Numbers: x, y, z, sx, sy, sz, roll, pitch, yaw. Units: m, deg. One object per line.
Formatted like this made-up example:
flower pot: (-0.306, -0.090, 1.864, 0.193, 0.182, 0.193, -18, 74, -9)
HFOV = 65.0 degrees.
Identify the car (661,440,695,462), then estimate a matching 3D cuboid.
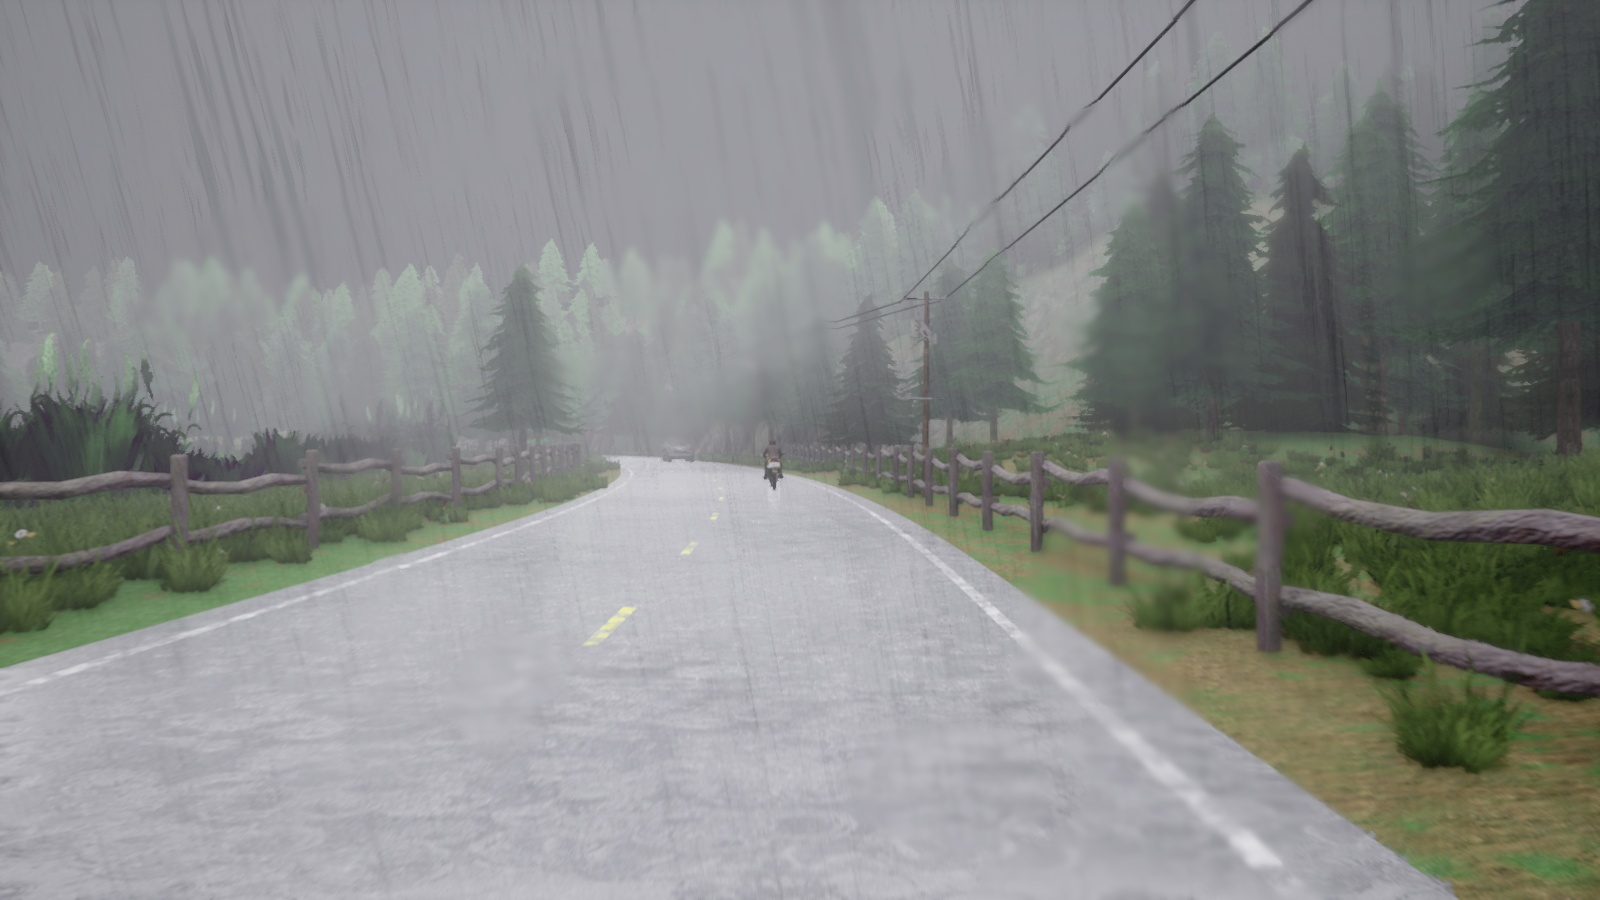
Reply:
car: (-8.621, 0.063, 88.309, 1.970, 1.475, 3.806, 0, 0, -12)

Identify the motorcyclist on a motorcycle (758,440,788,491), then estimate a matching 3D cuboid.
motorcyclist on a motorcycle: (-0.836, 0.449, 38.318, 0.797, 1.523, 2.044, 0, 0, -4)
